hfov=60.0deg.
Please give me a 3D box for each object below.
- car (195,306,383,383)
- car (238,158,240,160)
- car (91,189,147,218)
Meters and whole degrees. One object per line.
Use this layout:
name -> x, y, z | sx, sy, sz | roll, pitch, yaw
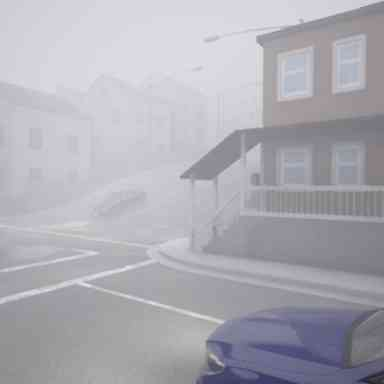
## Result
car -> 2.211, 1.530, 2.388 | 4.674, 1.442, 1.812 | 1, 0, 36
car -> 4.057, -4.247, 39.420 | 1.895, 1.301, 4.718 | 1, 11, 35
car -> -5.547, 0.733, 25.576 | 2.128, 1.511, 4.902 | 1, 15, 35
